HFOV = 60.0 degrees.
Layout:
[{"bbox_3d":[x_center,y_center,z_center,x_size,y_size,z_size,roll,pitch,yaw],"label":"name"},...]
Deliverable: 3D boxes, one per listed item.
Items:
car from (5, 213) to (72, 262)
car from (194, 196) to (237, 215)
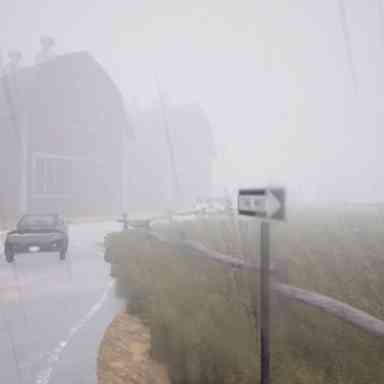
[{"bbox_3d":[-5.701,1.560,12.613,2.128,1.511,4.902,0,0,-20],"label":"car"},{"bbox_3d":[2.258,1.413,31.237,2.150,2.045,5.566,0,0,31],"label":"car"}]
